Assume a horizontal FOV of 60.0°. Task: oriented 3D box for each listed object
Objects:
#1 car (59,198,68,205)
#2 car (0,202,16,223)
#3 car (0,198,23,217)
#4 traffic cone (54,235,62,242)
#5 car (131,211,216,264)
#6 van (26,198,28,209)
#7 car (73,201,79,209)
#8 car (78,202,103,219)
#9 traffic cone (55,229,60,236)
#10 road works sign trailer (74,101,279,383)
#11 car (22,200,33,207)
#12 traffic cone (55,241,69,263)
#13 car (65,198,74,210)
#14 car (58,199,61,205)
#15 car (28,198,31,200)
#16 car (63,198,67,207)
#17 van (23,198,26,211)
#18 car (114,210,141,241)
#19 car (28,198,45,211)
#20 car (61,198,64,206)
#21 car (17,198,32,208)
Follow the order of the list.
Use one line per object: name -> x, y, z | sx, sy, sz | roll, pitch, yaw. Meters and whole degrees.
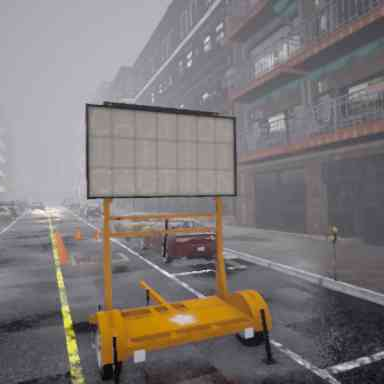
car -> -31.996, 2.399, 82.862 | 1.967, 1.590, 4.097 | 1, -1, -24
car -> -16.740, 1.891, 29.014 | 1.752, 1.417, 4.829 | 1, -1, -24
car -> -19.046, 1.742, 34.230 | 2.192, 1.841, 5.009 | 1, -1, -24
traffic cone -> -5.129, 2.078, 12.988 | 0.340, 0.580, 0.340 | -1, 0, -24
car -> -0.624, 1.604, 12.073 | 1.887, 1.381, 4.507 | 1, -1, -24
van -> -25.762, 1.958, 49.399 | 1.690, 1.788, 3.998 | 1, -1, -24
car -> -11.818, 1.897, 37.359 | 2.008, 1.369, 4.403 | 1, -1, -24
car -> -9.579, 1.831, 32.301 | 1.887, 1.381, 4.507 | 1, -1, -24
traffic cone -> -5.938, 2.098, 14.817 | 0.340, 0.580, 0.340 | -1, 0, -24
road works sign trailer -> -0.452, 0.490, 5.249 | 2.380, 3.560, 2.880 | -1, 0, -24
car -> -36.956, 2.530, 74.680 | 1.947, 1.339, 4.313 | 1, -1, -24
traffic cone -> -4.319, 2.059, 11.160 | 0.340, 0.580, 0.340 | -1, 0, -24
car -> -18.533, 2.080, 52.530 | 1.887, 1.381, 4.507 | 1, -1, -24
car -> -27.518, 2.126, 72.749 | 2.192, 1.841, 5.009 | 1, -1, -24
car -> -30.239, 2.067, 59.513 | 2.192, 1.841, 5.009 | 1, -1, -24
car -> -20.772, 2.147, 57.587 | 1.887, 1.381, 4.507 | 1, -1, -24
van -> -23.522, 1.892, 44.341 | 1.690, 1.788, 3.998 | 1, -1, -24
car -> -2.932, 1.640, 17.287 | 1.752, 1.417, 4.829 | 1, -1, -24
car -> -24.055, 2.156, 51.823 | 2.033, 1.411, 5.357 | -1, 0, -24
car -> -23.003, 2.111, 62.649 | 1.967, 1.590, 4.097 | 1, -1, -24
car -> -32.476, 2.137, 64.569 | 2.192, 1.841, 5.009 | 1, -1, -24
